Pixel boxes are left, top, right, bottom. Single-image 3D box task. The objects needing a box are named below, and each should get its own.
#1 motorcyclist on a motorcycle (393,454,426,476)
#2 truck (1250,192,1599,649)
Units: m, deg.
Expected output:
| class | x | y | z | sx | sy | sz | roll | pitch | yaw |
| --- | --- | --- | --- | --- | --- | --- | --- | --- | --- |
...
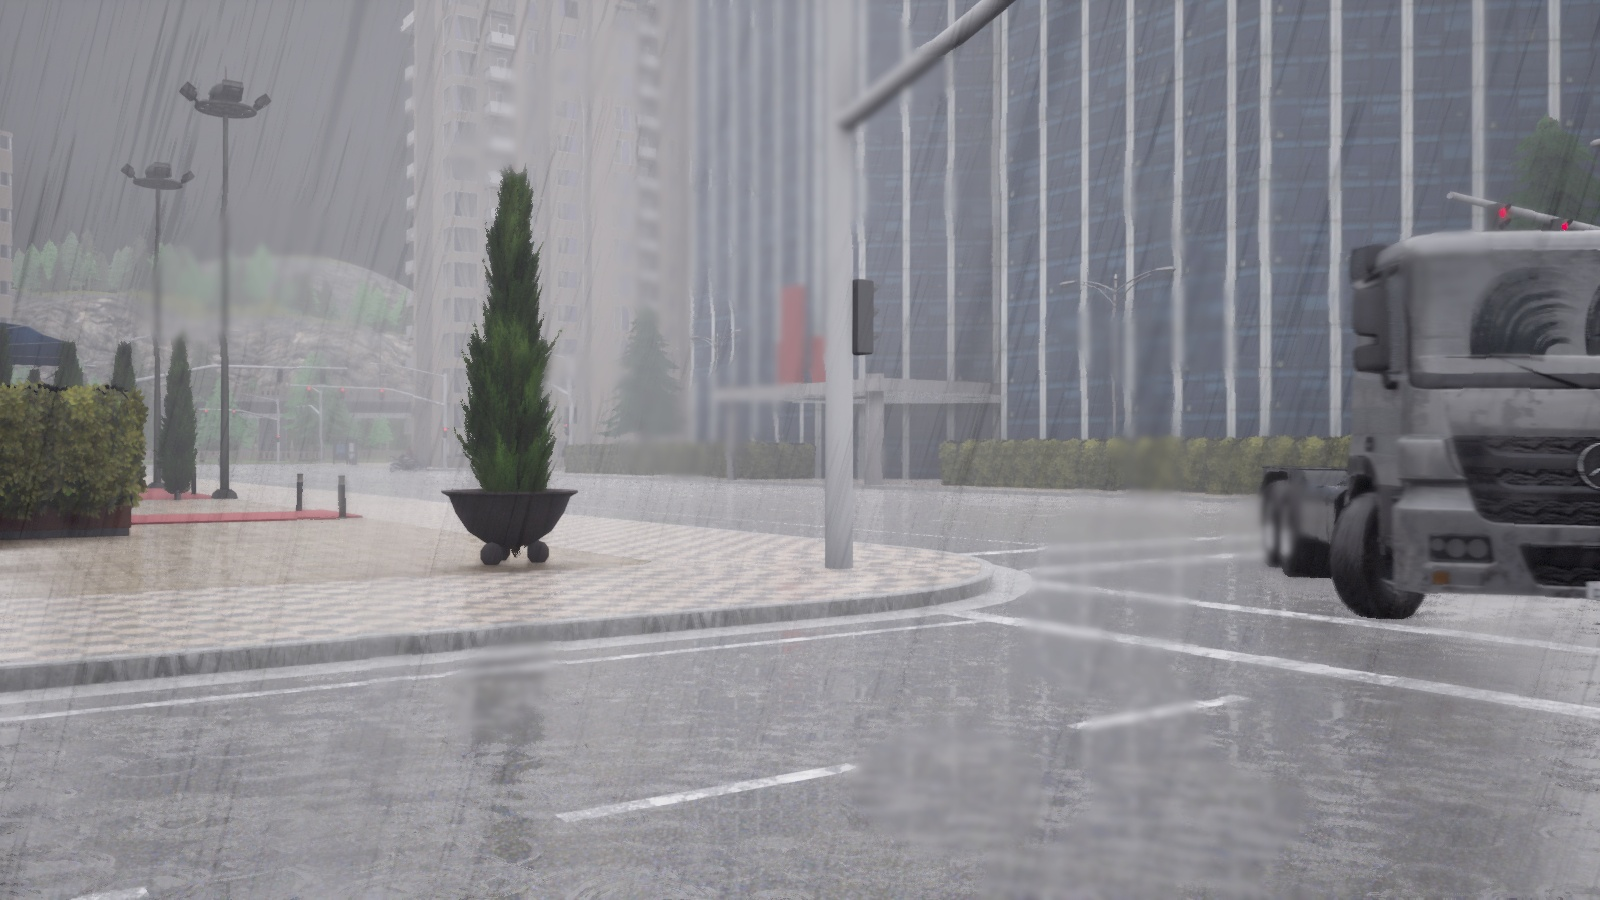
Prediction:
| class | x | y | z | sx | sy | sz | roll | pitch | yaw |
| --- | --- | --- | --- | --- | --- | --- | --- | --- | --- |
| motorcyclist on a motorcycle | -28.050 | 1.060 | 90.213 | 2.191 | 1.530 | 0.866 | 0 | -1 | -7 |
| truck | 6.888 | -0.220 | 13.391 | 2.891 | 3.462 | 7.936 | 0 | 0 | 12 |
